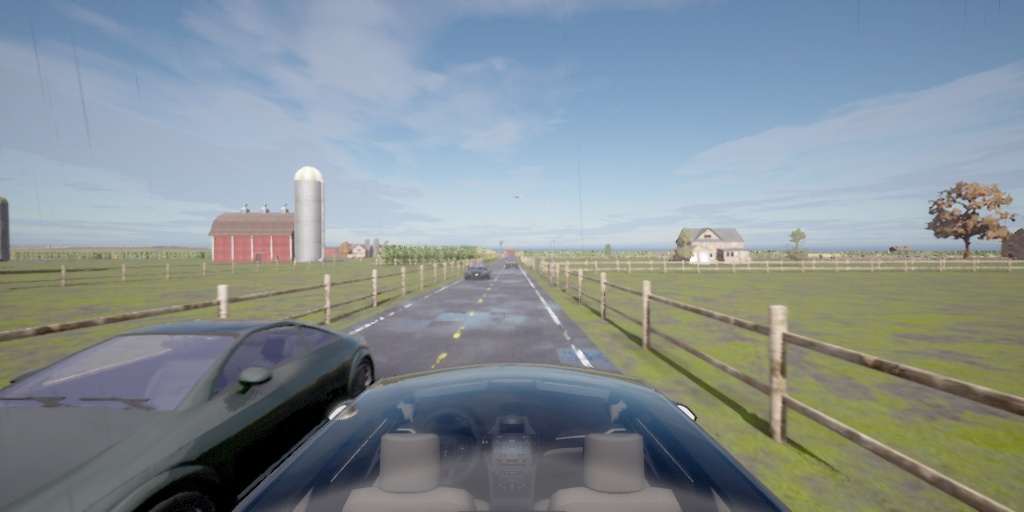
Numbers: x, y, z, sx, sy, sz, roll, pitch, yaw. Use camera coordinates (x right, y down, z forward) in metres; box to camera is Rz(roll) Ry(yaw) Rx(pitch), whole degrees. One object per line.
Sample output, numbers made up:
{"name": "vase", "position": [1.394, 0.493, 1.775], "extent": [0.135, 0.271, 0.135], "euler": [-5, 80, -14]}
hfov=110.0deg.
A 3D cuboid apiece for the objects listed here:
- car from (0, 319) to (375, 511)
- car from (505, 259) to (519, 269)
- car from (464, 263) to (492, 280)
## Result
{"name": "car", "position": [-2.841, 1.312, 3.162], "extent": [1.994, 1.385, 4.181], "euler": [0, 0, 0]}
{"name": "car", "position": [0.000, 1.133, 54.365], "extent": [2.128, 1.511, 4.902], "euler": [0, 0, 0]}
{"name": "car", "position": [-2.757, 1.264, 30.005], "extent": [1.994, 1.385, 4.181], "euler": [0, 0, 0]}
